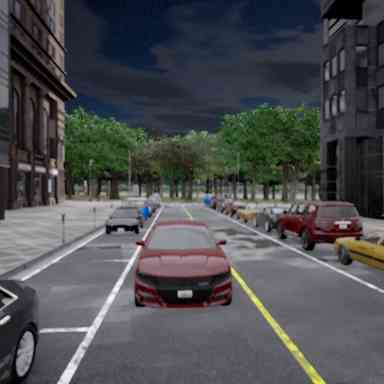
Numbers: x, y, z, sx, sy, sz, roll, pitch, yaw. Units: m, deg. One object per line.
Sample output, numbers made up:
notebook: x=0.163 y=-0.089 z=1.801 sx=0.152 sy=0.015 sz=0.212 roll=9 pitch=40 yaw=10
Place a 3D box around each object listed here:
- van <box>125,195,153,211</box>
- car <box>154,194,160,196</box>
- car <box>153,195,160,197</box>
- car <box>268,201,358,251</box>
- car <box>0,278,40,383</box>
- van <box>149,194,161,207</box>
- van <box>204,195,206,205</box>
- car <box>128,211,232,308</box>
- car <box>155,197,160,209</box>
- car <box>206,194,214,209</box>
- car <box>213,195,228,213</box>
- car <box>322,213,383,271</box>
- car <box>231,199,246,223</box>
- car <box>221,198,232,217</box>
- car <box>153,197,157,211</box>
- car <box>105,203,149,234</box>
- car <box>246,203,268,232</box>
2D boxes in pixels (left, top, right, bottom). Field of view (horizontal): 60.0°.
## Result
van: x=-4.050 y=1.303 z=24.340 sx=1.690 sy=1.788 sz=3.998 roll=0 pitch=0 yaw=-4
car: x=-5.402 y=1.373 z=46.049 sx=1.967 sy=1.590 sz=4.097 roll=0 pitch=0 yaw=-4
car: x=-5.053 y=1.465 z=40.452 sx=1.752 sy=1.417 sz=4.829 roll=0 pitch=0 yaw=-4
car: x=5.134 y=1.287 z=14.016 sx=2.192 sy=1.841 sz=5.009 roll=0 pitch=0 yaw=-4
car: x=-2.698 y=1.547 z=2.633 sx=2.008 sy=1.369 sz=4.403 roll=0 pitch=0 yaw=-4
van: x=-5.740 y=1.267 z=51.476 sx=1.690 sy=1.788 sz=3.998 roll=0 pitch=0 yaw=-4
van: x=3.106 y=1.267 z=46.578 sx=1.690 sy=1.788 sz=3.998 roll=0 pitch=0 yaw=-4
car: x=-0.274 y=1.463 z=8.166 sx=1.882 sy=1.535 sz=5.008 roll=0 pitch=0 yaw=-4
car: x=-4.726 y=1.512 z=35.195 sx=1.947 sy=1.339 sz=4.313 roll=0 pitch=0 yaw=-4
car: x=3.444 y=1.248 z=41.151 sx=2.192 sy=1.841 sz=5.009 roll=0 pitch=0 yaw=-4
car: x=3.783 y=1.380 z=35.724 sx=1.967 sy=1.590 sz=4.097 roll=0 pitch=0 yaw=-4
car: x=5.462 y=1.506 z=8.759 sx=1.752 sy=1.417 sz=4.829 roll=0 pitch=0 yaw=-4
car: x=4.448 y=1.480 z=25.040 sx=1.752 sy=1.417 sz=4.829 roll=0 pitch=0 yaw=-4
car: x=4.121 y=1.492 z=30.298 sx=1.887 sy=1.381 sz=4.507 roll=0 pitch=0 yaw=-4
car: x=-4.378 y=1.479 z=29.598 sx=1.752 sy=1.417 sz=4.829 roll=0 pitch=0 yaw=-4
car: x=-3.712 y=1.536 z=18.913 sx=1.947 sy=1.339 sz=4.313 roll=0 pitch=0 yaw=-4
car: x=4.797 y=1.514 z=19.443 sx=2.008 sy=1.369 sz=4.403 roll=0 pitch=0 yaw=-4
